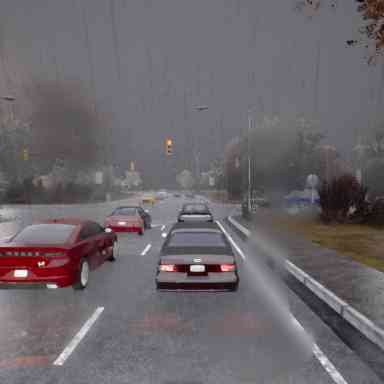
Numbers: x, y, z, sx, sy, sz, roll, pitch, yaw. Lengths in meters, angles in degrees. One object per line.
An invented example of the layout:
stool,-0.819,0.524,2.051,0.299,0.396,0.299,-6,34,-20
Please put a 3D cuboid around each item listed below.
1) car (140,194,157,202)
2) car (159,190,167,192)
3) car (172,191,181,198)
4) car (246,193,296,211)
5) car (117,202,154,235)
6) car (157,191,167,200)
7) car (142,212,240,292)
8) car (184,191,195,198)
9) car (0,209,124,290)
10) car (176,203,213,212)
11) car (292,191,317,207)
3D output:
car,-6.834,1.086,50.855,1.882,1.535,5.008,0,1,-3
car,-7.200,0.492,81.640,2.150,2.045,5.566,0,1,-2
car,-3.895,0.787,86.161,1.895,1.301,4.718,0,1,-4
car,8.149,1.217,35.780,5.008,1.535,1.882,0,1,2
car,-3.379,1.458,18.047,1.994,1.385,4.181,0,0,0
car,-6.949,1.031,69.082,1.895,1.301,4.718,0,1,0
car,0.110,1.516,8.984,2.033,1.411,5.357,0,0,0
car,-0.394,0.715,86.243,2.128,1.511,4.902,0,1,-4
car,-3.388,1.445,9.060,1.882,1.535,5.008,0,0,0
car,0.150,1.380,18.676,2.128,1.511,4.902,0,0,-1
car,13.813,0.896,43.245,5.566,2.045,2.150,0,1,-4
